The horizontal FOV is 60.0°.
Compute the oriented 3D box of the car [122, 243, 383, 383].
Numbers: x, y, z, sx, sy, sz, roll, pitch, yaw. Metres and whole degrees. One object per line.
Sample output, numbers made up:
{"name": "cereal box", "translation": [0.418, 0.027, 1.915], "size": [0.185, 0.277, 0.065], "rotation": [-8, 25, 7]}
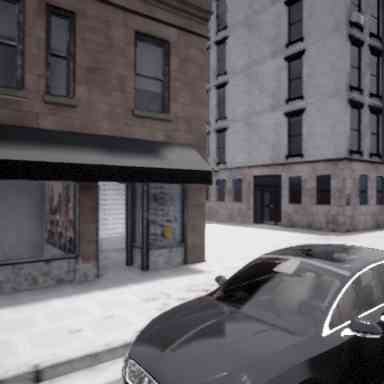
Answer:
{"name": "car", "translation": [1.550, 1.504, 4.180], "size": [4.892, 1.490, 1.837], "rotation": [-1, 0, -36]}
